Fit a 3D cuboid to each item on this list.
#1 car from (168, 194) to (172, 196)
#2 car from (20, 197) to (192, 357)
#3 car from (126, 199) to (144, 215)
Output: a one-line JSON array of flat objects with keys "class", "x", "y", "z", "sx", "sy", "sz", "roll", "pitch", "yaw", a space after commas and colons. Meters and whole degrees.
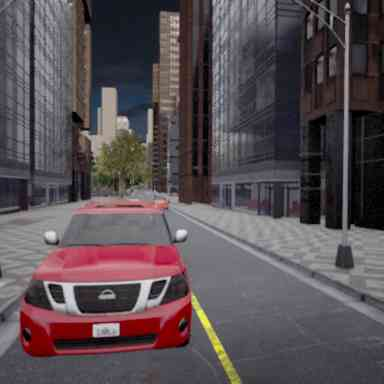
[{"class": "car", "x": -4.280, "y": 1.415, "z": 43.797, "sx": 2.097, "sy": 1.767, "sz": 4.553, "roll": 0, "pitch": 0, "yaw": -9}, {"class": "car", "x": -1.400, "y": 1.233, "z": 6.537, "sx": 2.150, "sy": 2.045, "sz": 5.566, "roll": 0, "pitch": 0, "yaw": -9}, {"class": "car", "x": -6.182, "y": 1.576, "z": 36.125, "sx": 1.812, "sy": 1.442, "sz": 4.674, "roll": 0, "pitch": 0, "yaw": -9}]
